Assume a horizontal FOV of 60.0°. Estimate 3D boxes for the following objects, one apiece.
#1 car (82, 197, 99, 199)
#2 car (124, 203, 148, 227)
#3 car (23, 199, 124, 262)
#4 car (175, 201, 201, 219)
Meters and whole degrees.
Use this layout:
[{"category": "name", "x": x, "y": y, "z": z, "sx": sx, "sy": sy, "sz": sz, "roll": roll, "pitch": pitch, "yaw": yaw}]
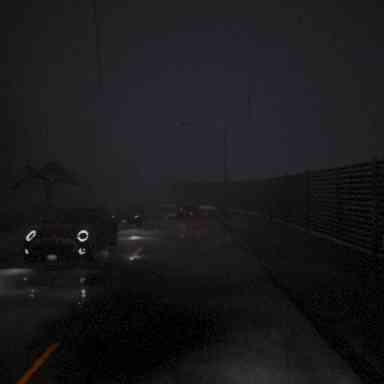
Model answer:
[{"category": "car", "x": -12.040, "y": 1.392, "z": 38.067, "sx": 4.892, "sy": 1.490, "sz": 1.837, "roll": 0, "pitch": 0, "yaw": 5}, {"category": "car", "x": -4.030, "y": 1.459, "z": 22.199, "sx": 1.812, "sy": 1.442, "sz": 4.674, "roll": 0, "pitch": 0, "yaw": 0}, {"category": "car", "x": -4.085, "y": 1.316, "z": 11.954, "sx": 2.097, "sy": 1.767, "sz": 4.553, "roll": 0, "pitch": 0, "yaw": 0}, {"category": "car", "x": -0.366, "y": 1.443, "z": 27.761, "sx": 1.812, "sy": 1.442, "sz": 4.674, "roll": 0, "pitch": 0, "yaw": -8}]
